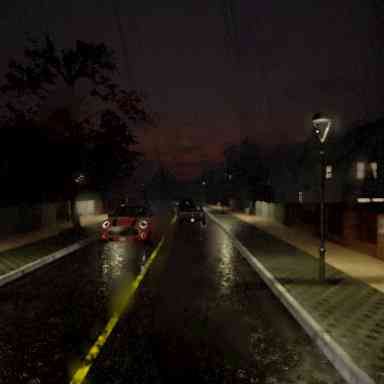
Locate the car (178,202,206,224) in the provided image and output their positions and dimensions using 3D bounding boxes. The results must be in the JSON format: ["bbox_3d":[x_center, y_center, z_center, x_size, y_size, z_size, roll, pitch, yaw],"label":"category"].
[{"bbox_3d":[0.012,1.661,25.150,1.895,1.301,4.718,0,0,-1],"label":"car"}]

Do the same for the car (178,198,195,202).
[{"bbox_3d":[-0.706,1.502,43.577,2.097,1.767,4.553,0,0,-3],"label":"car"}]

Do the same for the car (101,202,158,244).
[{"bbox_3d":[-2.848,1.384,15.956,2.097,1.767,4.553,0,0,0],"label":"car"}]
